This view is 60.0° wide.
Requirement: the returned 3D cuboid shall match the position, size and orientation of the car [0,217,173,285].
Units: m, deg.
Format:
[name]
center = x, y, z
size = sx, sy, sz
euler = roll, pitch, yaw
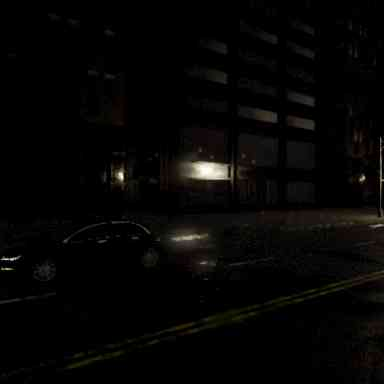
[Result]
[car]
center = -2.869, 1.527, 9.622
size = 4.892, 1.490, 1.837
euler = 1, -1, -35
